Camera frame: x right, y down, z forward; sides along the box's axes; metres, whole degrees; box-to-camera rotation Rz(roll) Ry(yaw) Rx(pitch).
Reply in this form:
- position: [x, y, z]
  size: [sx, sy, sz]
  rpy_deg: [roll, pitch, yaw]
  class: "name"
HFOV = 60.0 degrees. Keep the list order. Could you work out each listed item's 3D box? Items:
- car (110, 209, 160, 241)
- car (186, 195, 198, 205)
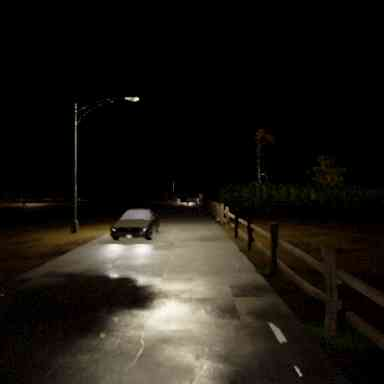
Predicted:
- position: [-2.754, 1.584, 17.262]
  size: [2.033, 1.411, 5.357]
  rpy_deg: [0, 0, 0]
  class: "car"
- position: [0.028, 1.570, 67.727]
  size: [2.150, 2.045, 5.566]
  rpy_deg: [0, -1, 0]
  class: "car"
